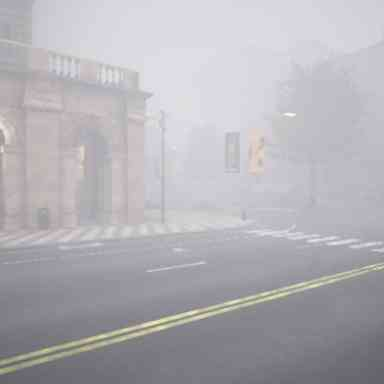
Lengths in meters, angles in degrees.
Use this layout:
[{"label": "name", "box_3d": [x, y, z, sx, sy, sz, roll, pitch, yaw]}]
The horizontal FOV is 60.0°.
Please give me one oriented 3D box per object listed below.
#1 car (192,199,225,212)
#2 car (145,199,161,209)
[{"label": "car", "box_3d": [1.890, 1.585, 39.576, 1.837, 1.490, 4.892, 0, 1, -35]}, {"label": "car", "box_3d": [-5.944, 1.607, 45.032, 1.895, 1.301, 4.718, 0, 0, -35]}]
